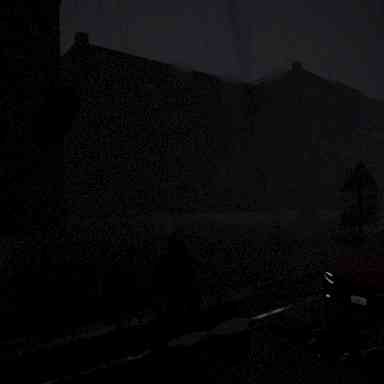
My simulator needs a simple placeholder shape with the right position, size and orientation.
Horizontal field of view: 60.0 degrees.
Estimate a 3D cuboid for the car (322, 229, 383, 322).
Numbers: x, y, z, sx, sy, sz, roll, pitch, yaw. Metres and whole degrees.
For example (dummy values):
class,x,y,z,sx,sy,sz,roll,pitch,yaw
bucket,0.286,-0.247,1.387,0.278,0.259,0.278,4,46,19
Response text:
class,x,y,z,sx,sy,sz,roll,pitch,yaw
car,4.665,1.477,6.889,5.008,1.535,1.882,0,0,-38
